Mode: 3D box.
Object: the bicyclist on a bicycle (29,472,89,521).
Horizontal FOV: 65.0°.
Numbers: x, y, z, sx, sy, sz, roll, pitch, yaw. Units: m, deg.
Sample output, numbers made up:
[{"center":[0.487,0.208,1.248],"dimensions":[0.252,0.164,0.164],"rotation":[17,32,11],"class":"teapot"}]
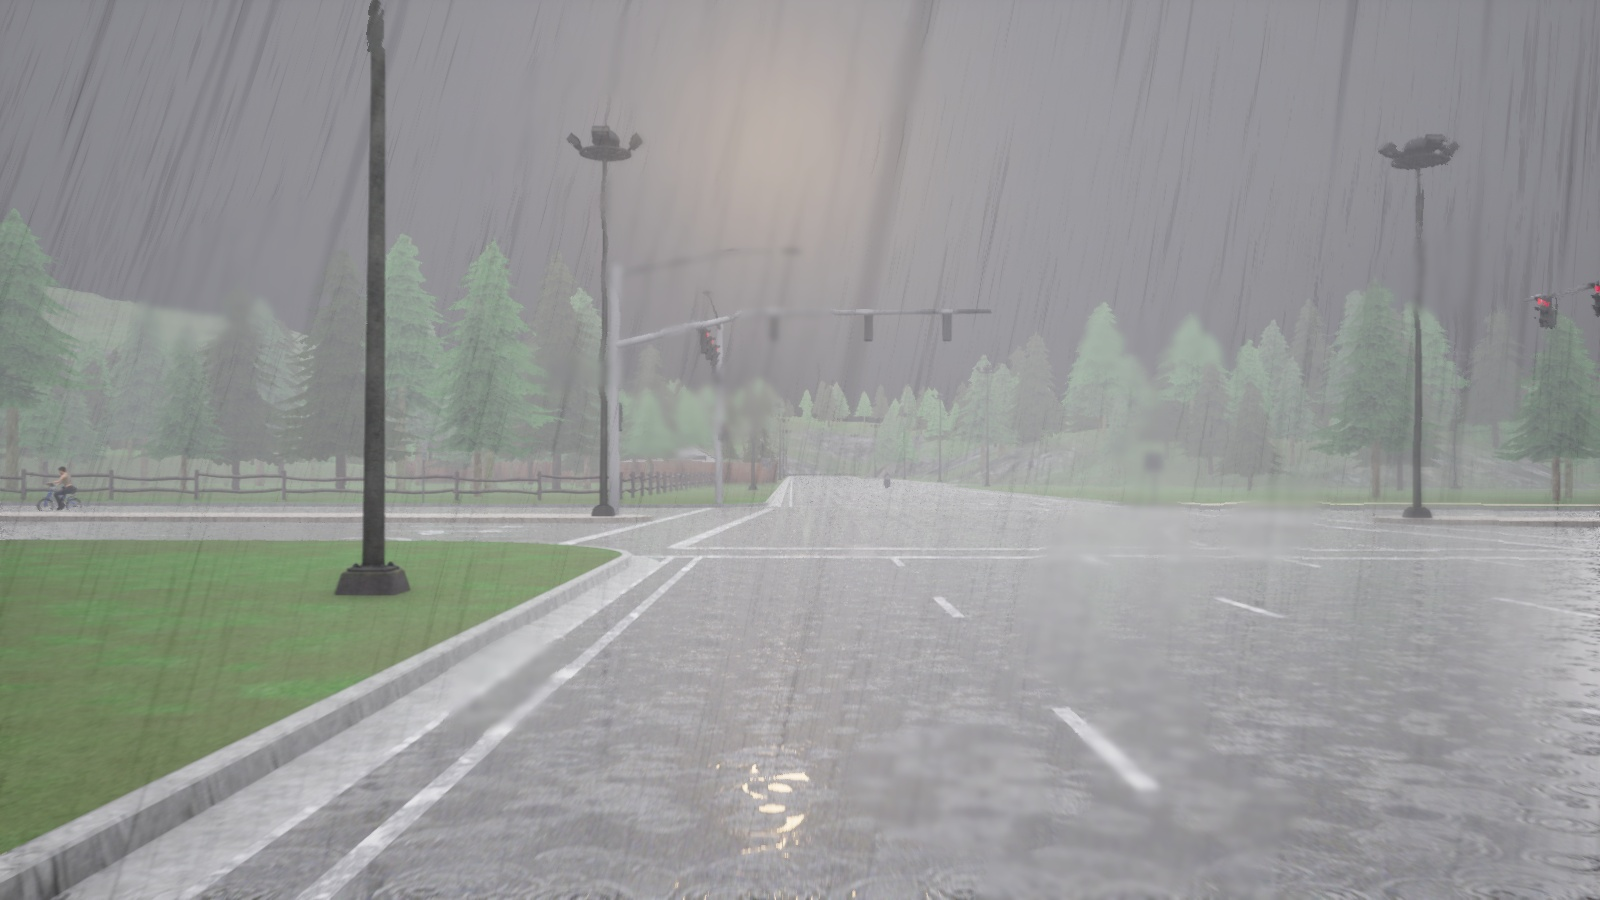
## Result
[{"center":[-25.045,1.562,42.474],"dimensions":[1.509,1.612,0.866],"rotation":[0,-1,-1],"class":"bicyclist on a bicycle"}]
